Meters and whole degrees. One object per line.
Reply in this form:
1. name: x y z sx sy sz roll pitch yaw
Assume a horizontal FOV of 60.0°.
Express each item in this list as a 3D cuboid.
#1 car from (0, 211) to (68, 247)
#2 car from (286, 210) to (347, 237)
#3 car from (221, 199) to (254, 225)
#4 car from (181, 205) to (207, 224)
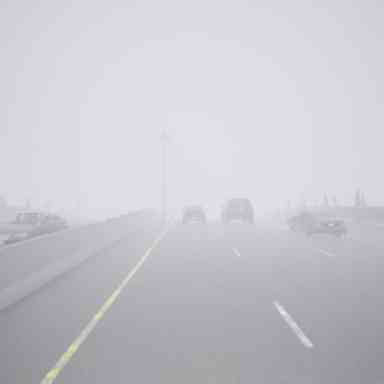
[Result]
1. car: -7.061 1.631 14.644 2.128 1.511 4.902 0 -1 0
2. car: 7.146 1.764 19.572 2.033 1.411 5.357 0 -1 0
3. car: 3.669 1.583 27.548 2.150 2.045 5.566 0 -2 0
4. car: 0.171 1.884 28.252 1.837 1.490 4.892 0 -2 0
